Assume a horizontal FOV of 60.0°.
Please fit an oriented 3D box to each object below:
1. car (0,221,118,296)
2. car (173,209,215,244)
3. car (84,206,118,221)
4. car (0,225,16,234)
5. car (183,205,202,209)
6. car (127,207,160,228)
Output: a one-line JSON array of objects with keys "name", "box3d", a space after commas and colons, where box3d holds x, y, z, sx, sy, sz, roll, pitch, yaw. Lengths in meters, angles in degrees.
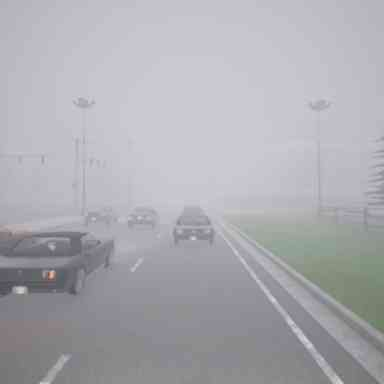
[{"name": "car", "box3d": [-3.415, 1.686, 8.837, 1.895, 1.301, 4.718, 0, -1, 0]}, {"name": "car", "box3d": [0.073, 1.759, 16.673, 1.895, 1.301, 4.718, 0, -1, 0]}, {"name": "car", "box3d": [-6.942, 1.769, 25.589, 1.812, 1.442, 4.674, 0, -1, -2]}, {"name": "car", "box3d": [-6.920, 1.706, 10.890, 1.895, 1.301, 4.718, 0, -1, 0]}, {"name": "car", "box3d": [0.056, 1.750, 26.015, 1.837, 1.490, 4.892, 0, -1, 0]}, {"name": "car", "box3d": [-3.442, 1.777, 24.303, 2.033, 1.411, 5.357, 0, -1, 0]}]
